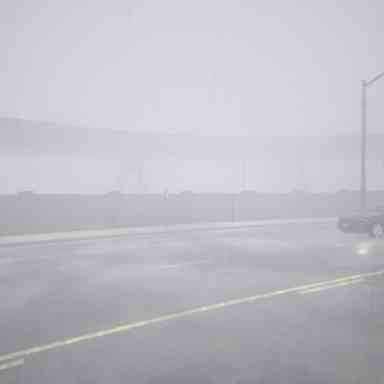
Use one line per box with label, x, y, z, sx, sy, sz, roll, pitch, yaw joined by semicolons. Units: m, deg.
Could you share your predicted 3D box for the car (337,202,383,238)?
car;9.283;1.213;15.775;5.008;1.535;1.882;-1;0;-18
